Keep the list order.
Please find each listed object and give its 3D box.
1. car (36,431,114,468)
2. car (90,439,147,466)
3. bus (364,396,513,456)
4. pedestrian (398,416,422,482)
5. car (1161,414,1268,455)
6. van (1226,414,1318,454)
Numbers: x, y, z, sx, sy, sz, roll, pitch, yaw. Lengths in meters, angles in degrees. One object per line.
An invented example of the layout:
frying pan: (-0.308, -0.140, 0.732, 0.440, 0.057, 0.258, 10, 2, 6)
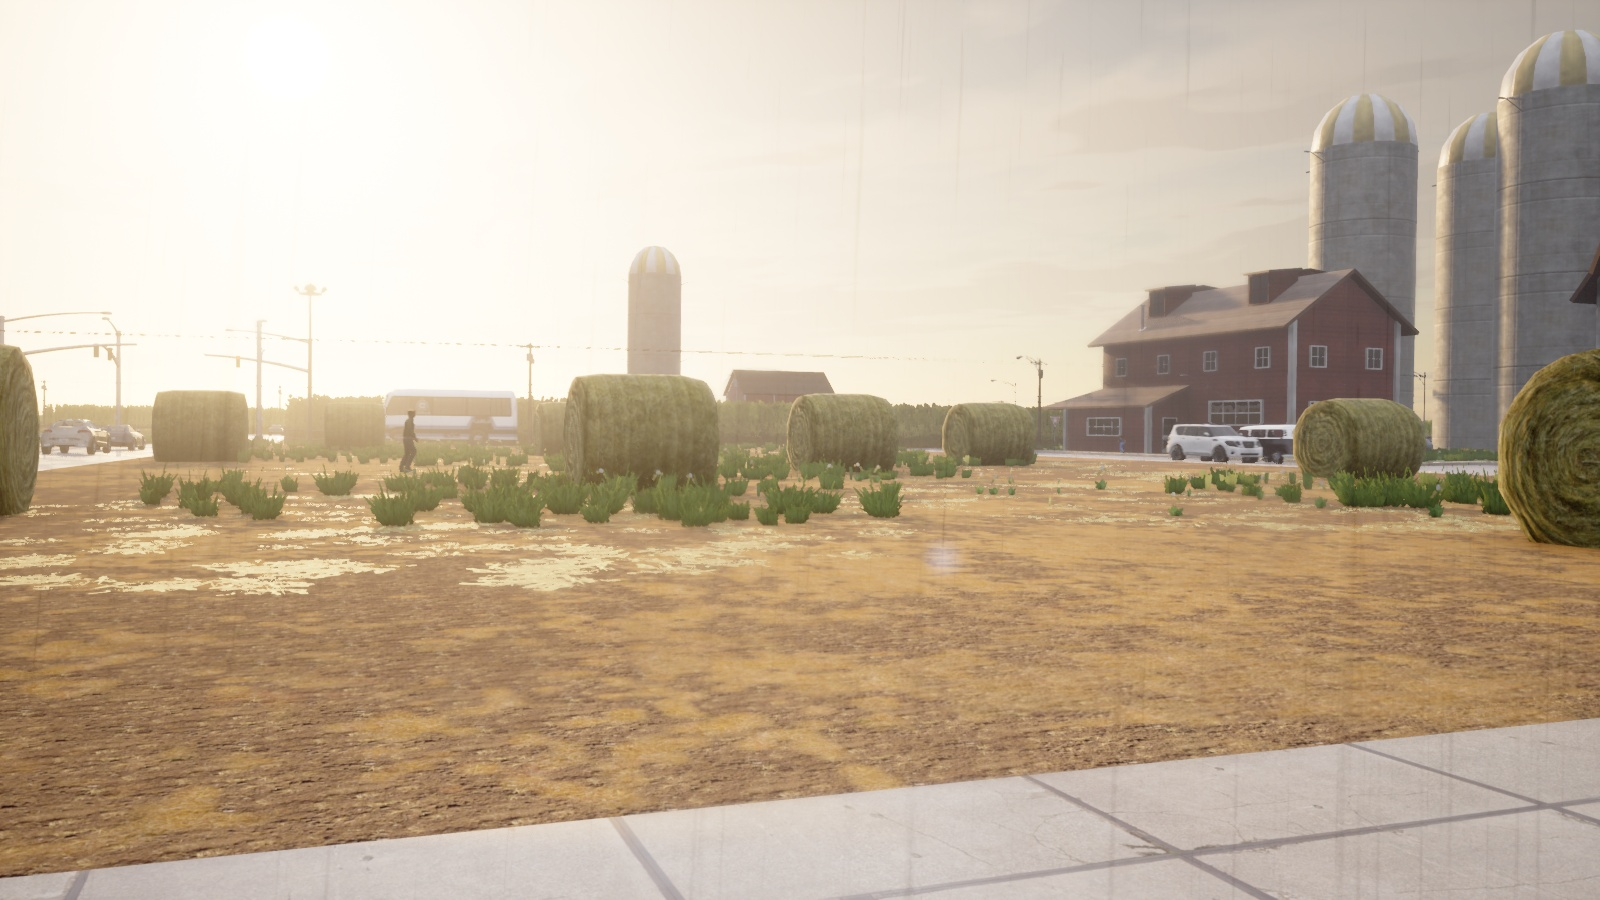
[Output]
car: (-33.975, -0.051, 58.996, 2.152, 1.651, 5.027, -1, 1, -18)
car: (-36.959, 0.117, 68.199, 1.994, 1.385, 4.181, -1, 1, -18)
bus: (-26.809, -1.806, 93.244, 10.273, 4.253, 3.944, -1, 1, -21)
pedestrian: (-11.060, -0.042, 35.606, 0.614, 1.847, 0.353, -1, 1, -17)
car: (21.384, -0.799, 65.055, 2.150, 2.045, 5.566, -1, 1, -22)
van: (24.764, -0.847, 66.028, 2.069, 2.038, 4.480, -1, 1, -22)
